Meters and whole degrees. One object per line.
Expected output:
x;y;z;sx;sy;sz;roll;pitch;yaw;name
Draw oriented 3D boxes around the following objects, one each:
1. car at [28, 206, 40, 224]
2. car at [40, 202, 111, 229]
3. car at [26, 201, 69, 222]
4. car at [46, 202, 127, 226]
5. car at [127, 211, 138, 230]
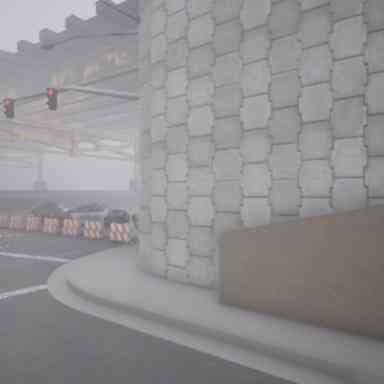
-10.353;1.502;24.196;2.038;1.542;4.974;0;0;-10;car
-6.663;1.492;21.436;4.974;1.542;2.038;0;0;0;car
-10.363;1.344;24.247;1.853;1.218;4.536;0;0;-10;car
-6.612;1.334;21.436;4.536;1.218;1.853;0;0;0;car
-1.899;1.480;18.842;2.038;1.542;4.974;0;0;-25;car
